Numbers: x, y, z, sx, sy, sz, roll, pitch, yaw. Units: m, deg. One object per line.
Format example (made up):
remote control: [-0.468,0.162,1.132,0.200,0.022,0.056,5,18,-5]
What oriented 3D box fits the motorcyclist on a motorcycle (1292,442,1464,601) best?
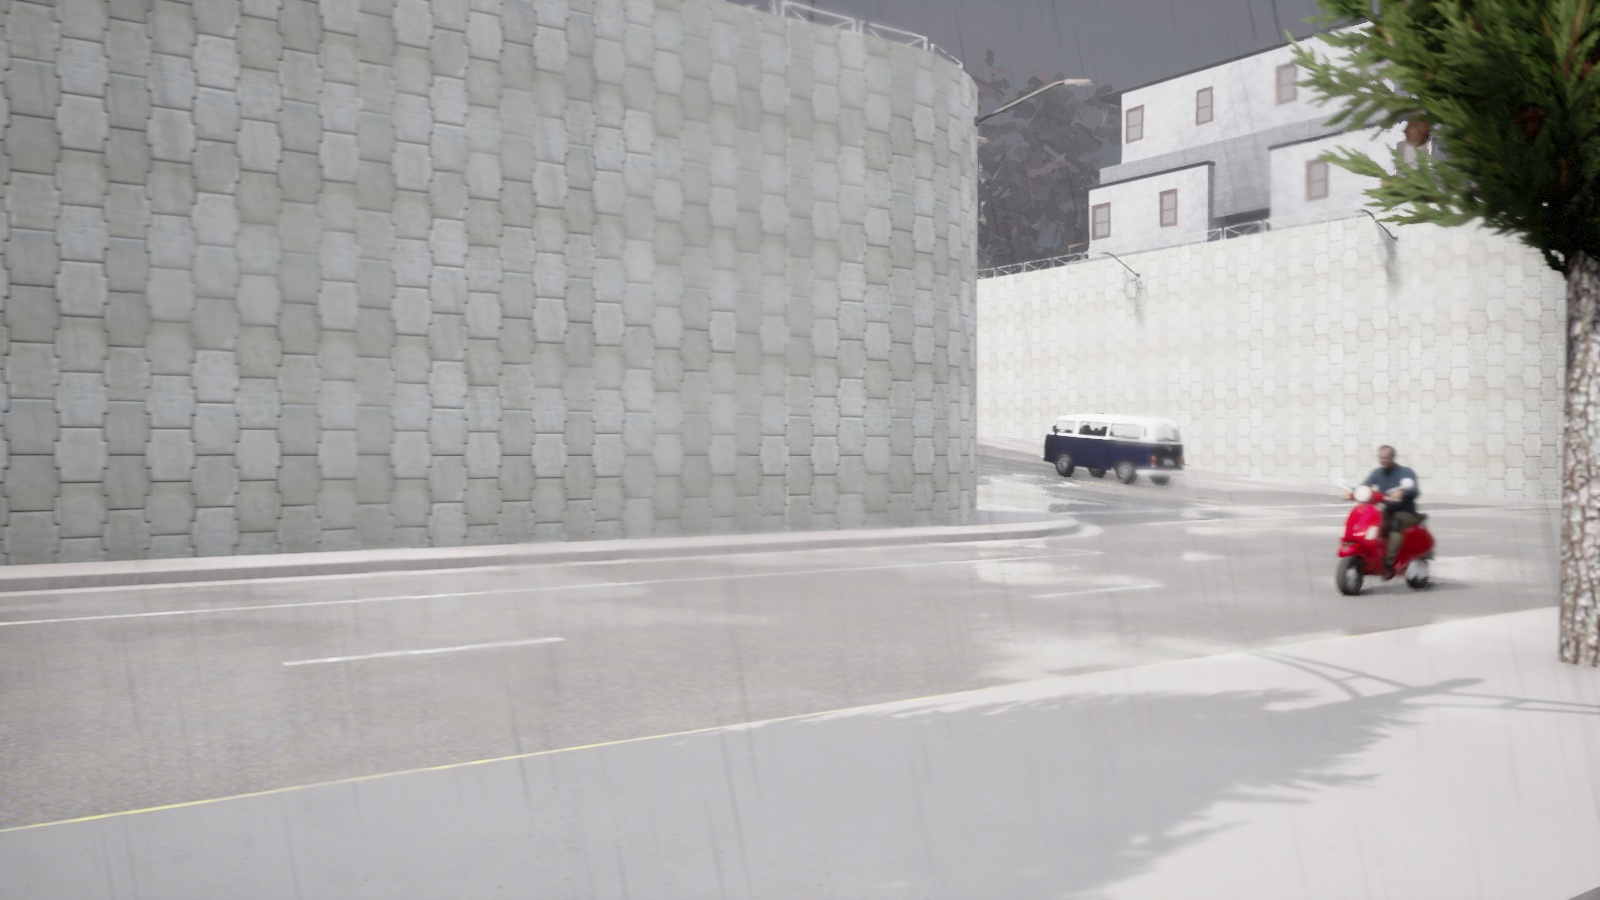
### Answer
motorcyclist on a motorcycle: [6.203,0.718,13.459,1.817,1.590,0.866,0,0,-35]

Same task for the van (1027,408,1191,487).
van: [9.354,-0.114,38.358,2.069,2.038,4.480,2,3,-35]
